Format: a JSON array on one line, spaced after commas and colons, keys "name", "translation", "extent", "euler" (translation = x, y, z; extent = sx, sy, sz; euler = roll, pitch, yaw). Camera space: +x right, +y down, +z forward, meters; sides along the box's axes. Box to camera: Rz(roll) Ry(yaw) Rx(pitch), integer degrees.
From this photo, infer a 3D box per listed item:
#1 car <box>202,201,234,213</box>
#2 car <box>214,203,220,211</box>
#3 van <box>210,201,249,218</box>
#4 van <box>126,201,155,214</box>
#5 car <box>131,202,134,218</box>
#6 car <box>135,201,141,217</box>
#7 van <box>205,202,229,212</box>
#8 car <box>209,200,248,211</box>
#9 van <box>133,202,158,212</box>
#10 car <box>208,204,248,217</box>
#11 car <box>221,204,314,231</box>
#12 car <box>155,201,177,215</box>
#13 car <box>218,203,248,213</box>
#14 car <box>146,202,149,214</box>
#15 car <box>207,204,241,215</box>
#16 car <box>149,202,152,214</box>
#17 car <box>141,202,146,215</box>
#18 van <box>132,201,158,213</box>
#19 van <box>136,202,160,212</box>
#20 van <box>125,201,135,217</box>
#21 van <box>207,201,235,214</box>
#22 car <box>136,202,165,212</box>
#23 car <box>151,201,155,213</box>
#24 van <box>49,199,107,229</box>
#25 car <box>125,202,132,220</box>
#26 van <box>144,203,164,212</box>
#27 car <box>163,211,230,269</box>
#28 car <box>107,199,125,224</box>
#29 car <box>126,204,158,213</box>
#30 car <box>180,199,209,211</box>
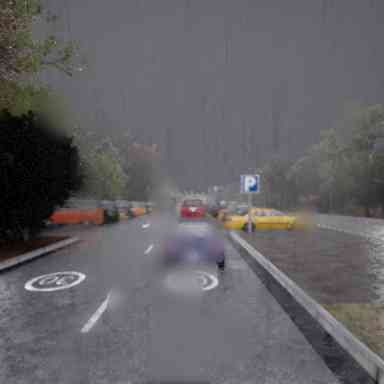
[{"name": "car", "translation": [4.543, 2.651, 59.513], "extent": [5.566, 2.045, 2.435], "euler": [0, -3, 0]}, {"name": "car", "translation": [4.546, 1.836, 26.228], "extent": [5.008, 1.535, 2.097], "euler": [0, -2, 0]}, {"name": "van", "translation": [4.444, 2.042, 40.105], "extent": [4.442, 1.987, 1.878], "euler": [0, -2, 0]}, {"name": "van", "translation": [-8.395, 2.497, 54.148], "extent": [4.442, 1.987, 1.878], "euler": [0, -2, 0]}, {"name": "car", "translation": [-8.517, 2.018, 31.990], "extent": [4.892, 1.521, 2.231], "euler": [0, -2, 0]}, {"name": "car", "translation": [-8.489, 2.068, 37.532], "extent": [4.553, 1.767, 2.185], "euler": [0, -2, 0]}, {"name": "van", "translation": [4.689, 2.809, 62.285], "extent": [4.442, 1.987, 1.878], "euler": [0, -3, 0]}, {"name": "car", "translation": [4.584, 1.752, 31.781], "extent": [5.566, 2.045, 2.435], "euler": [0, -2, 0]}, {"name": "van", "translation": [-8.624, 2.824, 62.436], "extent": [4.442, 1.987, 1.878], "euler": [0, -3, 0]}, {"name": "car", "translation": [4.557, 2.356, 42.873], "extent": [5.008, 1.535, 2.097], "euler": [0, -2, 0]}, {"name": "car", "translation": [4.735, 1.696, 20.688], "extent": [5.366, 1.575, 1.946], "euler": [0, -1, 0]}, {"name": "car", "translation": [-3.562, 2.259, 47.669], "extent": [2.150, 2.045, 5.566], "euler": [0, -2, 0]}, {"name": "car", "translation": [4.546, 1.764, 23.456], "extent": [4.892, 1.521, 2.231], "euler": [0, -1, 0]}, {"name": "car", "translation": [-8.513, 2.370, 43.066], "extent": [5.008, 1.535, 2.097], "euler": [0, -2, 0]}, {"name": "car", "translation": [4.595, 2.563, 48.420], "extent": [4.792, 1.488, 2.163], "euler": [0, -2, 0]}, {"name": "car", "translation": [-8.510, 2.459, 45.835], "extent": [4.892, 1.521, 2.231], "euler": [0, -2, 0]}, {"name": "car", "translation": [-8.514, 2.277, 40.172], "extent": [5.008, 1.535, 2.097], "euler": [0, -2, 0]}, {"name": "van", "translation": [-8.392, 2.684, 59.536], "extent": [4.442, 1.987, 1.878], "euler": [0, -2, 0]}, {"name": "van", "translation": [-8.622, 2.950, 65.078], "extent": [4.442, 1.987, 1.878], "euler": [0, -3, 0]}, {"name": "van", "translation": [-8.639, 1.879, 34.767], "extent": [4.442, 1.987, 1.878], "euler": [0, -2, 0]}, {"name": "van", "translation": [4.685, 2.485, 53.979], "extent": [4.442, 1.987, 1.878], "euler": [0, -2, 0]}, {"name": "car", "translation": [-8.476, 3.058, 67.846], "extent": [5.566, 2.045, 2.435], "euler": [0, -3, 0]}, {"name": "car", "translation": [-8.329, 2.632, 51.374], "extent": [5.366, 1.575, 1.946], "euler": [0, -2, 0]}, {"name": "van", "translation": [-8.646, 1.547, 23.572], "extent": [4.442, 1.987, 1.878], "euler": [0, -1, 0]}, {"name": "car", "translation": [-8.340, 1.927, 29.224], "extent": [5.366, 1.575, 1.946], "euler": [0, -2, 0]}, {"name": "van", "translation": [-8.616, 3.481, 76.146], "extent": [4.442, 1.987, 1.878], "euler": [0, -3, 0]}, {"name": "car", "translation": [0.080, 1.590, 11.277], "extent": [1.812, 1.442, 4.674], "euler": [0, 0, 1]}, {"name": "car", "translation": [-8.555, 1.597, 26.464], "extent": [5.566, 2.045, 2.435], "euler": [0, -1, 0]}, {"name": "car", "translation": [-8.515, 2.811, 56.909], "extent": [5.008, 1.535, 2.097], "euler": [0, -2, 0]}, {"name": "car", "translation": [0.102, 1.703, 30.448], "extent": [2.150, 2.045, 5.566], "euler": [0, -2, 0]}]
